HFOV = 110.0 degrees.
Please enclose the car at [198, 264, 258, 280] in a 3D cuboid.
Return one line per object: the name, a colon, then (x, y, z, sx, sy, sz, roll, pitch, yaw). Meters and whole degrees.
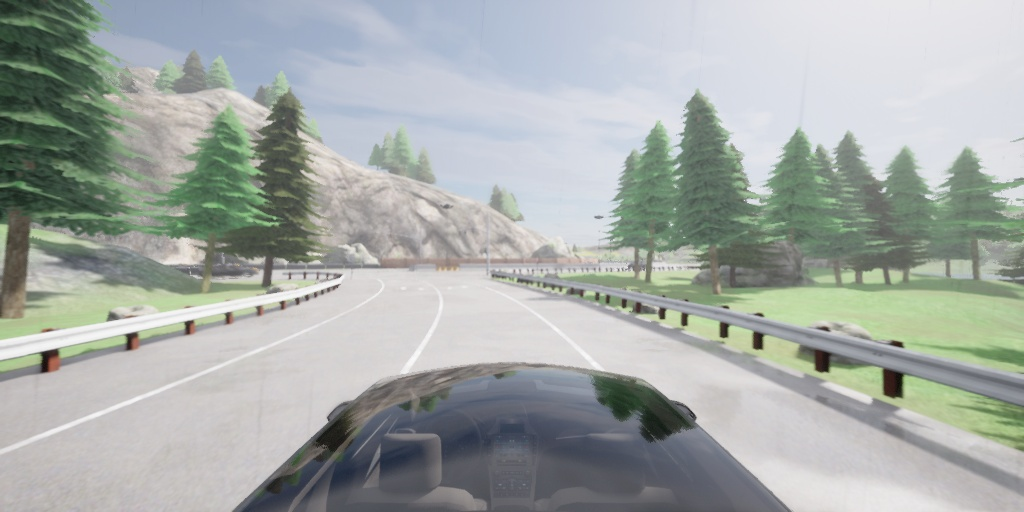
car: (-29.457, 1.610, 37.348, 4.892, 1.490, 1.837, 0, -1, -28)
